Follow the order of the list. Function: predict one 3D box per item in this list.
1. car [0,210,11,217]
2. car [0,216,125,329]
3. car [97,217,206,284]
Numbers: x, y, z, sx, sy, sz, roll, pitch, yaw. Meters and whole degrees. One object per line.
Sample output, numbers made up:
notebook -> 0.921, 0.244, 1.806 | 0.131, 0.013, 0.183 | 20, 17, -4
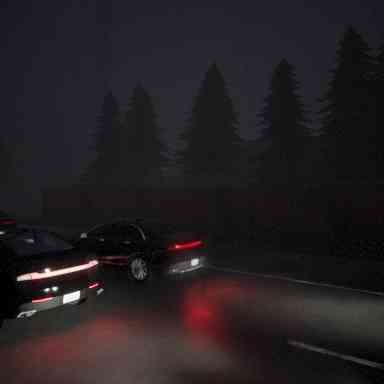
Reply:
car -> -9.995, 1.505, 15.485 | 4.892, 1.490, 1.837 | 0, 0, 36
car -> -3.921, 1.492, 6.813 | 4.902, 1.511, 2.128 | 0, 0, 36
car -> -1.892, 1.504, 9.665 | 4.892, 1.490, 1.837 | 0, 0, 36
